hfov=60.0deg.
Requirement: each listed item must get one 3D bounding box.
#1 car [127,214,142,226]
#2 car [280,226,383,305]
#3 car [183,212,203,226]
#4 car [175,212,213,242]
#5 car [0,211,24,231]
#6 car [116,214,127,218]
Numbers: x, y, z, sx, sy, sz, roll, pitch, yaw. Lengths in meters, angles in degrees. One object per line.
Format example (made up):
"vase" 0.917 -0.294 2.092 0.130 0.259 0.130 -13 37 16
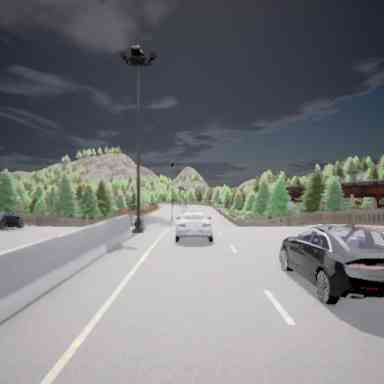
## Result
"car" -7.076 4.059 45.505 2.033 1.411 5.357 0 -7 0
"car" 3.600 1.580 8.257 2.128 1.511 4.902 0 0 0
"car" 0.099 3.046 37.122 2.128 1.511 4.902 0 -6 0
"car" 0.100 1.769 17.755 1.812 1.442 4.674 0 -2 0
"car" -14.096 2.096 24.325 1.994 1.385 4.181 0 -3 0
"car" -10.559 4.521 52.341 2.150 2.045 5.566 0 -6 0
